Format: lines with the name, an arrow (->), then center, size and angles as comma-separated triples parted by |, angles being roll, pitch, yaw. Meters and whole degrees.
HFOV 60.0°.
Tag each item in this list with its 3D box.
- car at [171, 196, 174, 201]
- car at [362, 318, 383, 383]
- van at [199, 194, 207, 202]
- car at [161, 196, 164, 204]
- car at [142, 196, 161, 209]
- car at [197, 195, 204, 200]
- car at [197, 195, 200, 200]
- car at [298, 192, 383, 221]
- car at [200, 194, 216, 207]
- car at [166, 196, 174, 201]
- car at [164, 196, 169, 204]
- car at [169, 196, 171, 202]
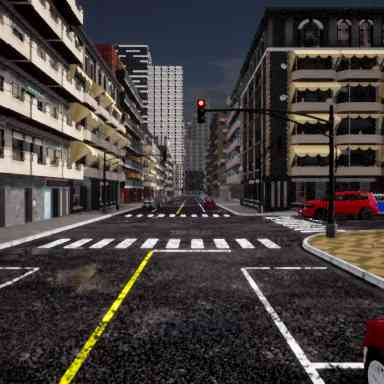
car -> -5.831, 1.562, 78.270 | 1.752, 1.417, 4.829 | -1, 0, 0
car -> 2.681, 1.544, 1.811 | 1.887, 1.381, 4.507 | 0, 0, 0
van -> 2.547, 1.378, 78.449 | 1.690, 1.788, 3.998 | -1, 0, 0
car -> -5.783, 1.579, 50.801 | 1.947, 1.339, 4.313 | 0, 0, 0
car -> -5.773, 1.560, 45.273 | 2.008, 1.369, 4.403 | 0, 0, 0
car -> 2.520, 1.602, 95.033 | 1.887, 1.381, 4.507 | -1, 0, 0
car -> 2.569, 1.577, 67.394 | 2.008, 1.369, 4.403 | -1, 0, 0
car -> 10.746, 1.015, 24.601 | 5.566, 2.045, 2.150 | -1, 0, -4
car -> 2.596, 1.454, 50.810 | 1.967, 1.590, 4.097 | -1, 0, 0
car -> -5.850, 1.632, 89.496 | 1.802, 1.307, 4.206 | -1, 0, 0
car -> -5.804, 1.462, 61.857 | 1.967, 1.590, 4.097 | -1, 0, 0
car -> -5.812, 1.608, 67.385 | 1.802, 1.307, 4.206 | -1, 0, 0
